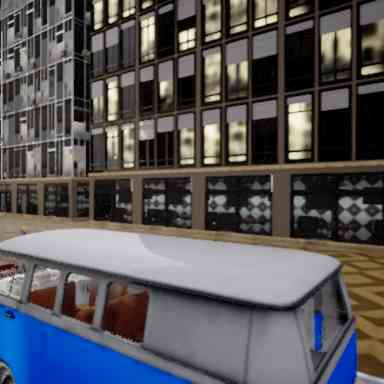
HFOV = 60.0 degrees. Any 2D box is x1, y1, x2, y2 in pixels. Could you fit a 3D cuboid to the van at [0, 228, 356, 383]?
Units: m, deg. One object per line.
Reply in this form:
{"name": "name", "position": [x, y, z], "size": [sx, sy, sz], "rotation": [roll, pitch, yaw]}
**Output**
{"name": "van", "position": [-0.545, 1.342, 3.257], "size": [3.998, 1.788, 1.690], "rotation": [0, 0, 35]}
